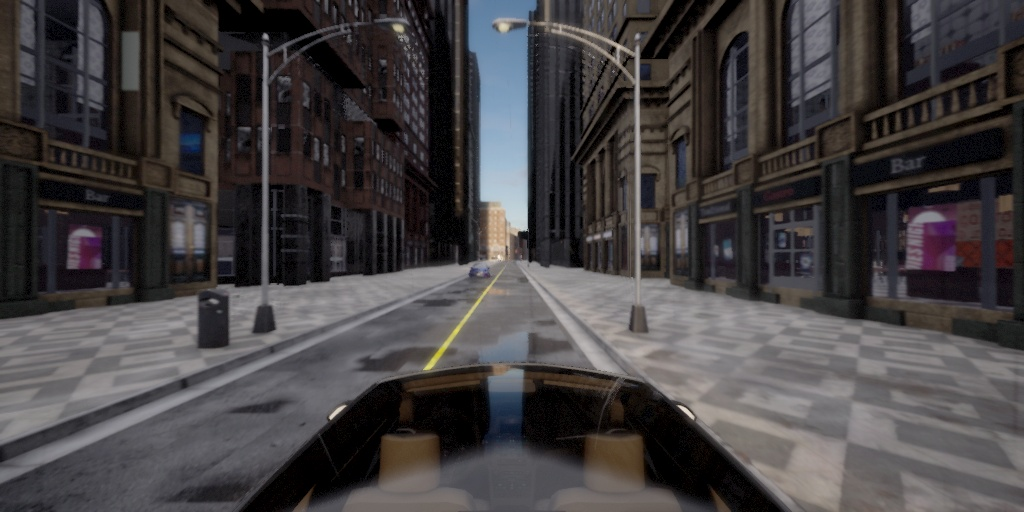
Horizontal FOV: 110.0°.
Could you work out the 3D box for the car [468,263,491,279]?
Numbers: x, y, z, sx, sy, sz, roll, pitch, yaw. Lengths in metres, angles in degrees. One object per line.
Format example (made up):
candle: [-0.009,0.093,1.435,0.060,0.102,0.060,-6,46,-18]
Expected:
car: [-3.008,1.397,34.253,1.812,1.442,4.674,0,0,0]
